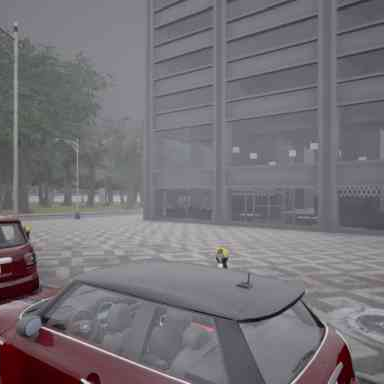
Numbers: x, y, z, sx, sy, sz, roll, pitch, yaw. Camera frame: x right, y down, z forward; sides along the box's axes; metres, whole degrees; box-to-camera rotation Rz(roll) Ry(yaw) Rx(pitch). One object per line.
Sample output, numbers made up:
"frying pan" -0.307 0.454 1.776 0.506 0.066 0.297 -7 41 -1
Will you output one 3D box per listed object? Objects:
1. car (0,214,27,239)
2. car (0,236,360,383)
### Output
"car" -5.043 1.315 6.552 5.009 1.841 2.192 0 0 35
"car" -0.614 1.440 3.398 4.097 1.590 1.967 0 0 35
